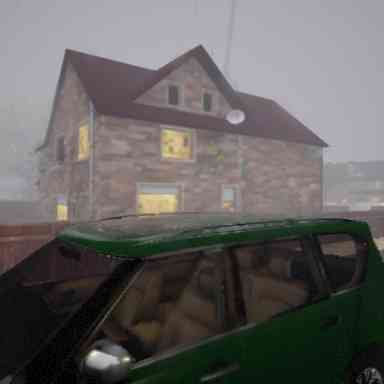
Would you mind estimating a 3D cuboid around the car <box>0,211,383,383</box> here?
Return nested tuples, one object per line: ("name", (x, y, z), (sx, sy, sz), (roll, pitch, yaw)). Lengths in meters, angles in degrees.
("car", (-0.356, 1.238, 2.818), (5.566, 2.045, 2.150), (1, -1, -36))
